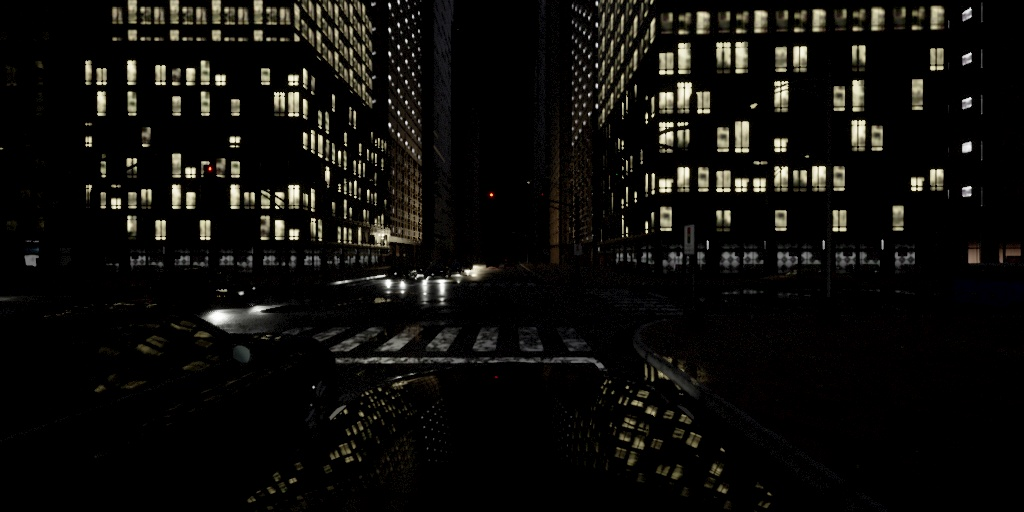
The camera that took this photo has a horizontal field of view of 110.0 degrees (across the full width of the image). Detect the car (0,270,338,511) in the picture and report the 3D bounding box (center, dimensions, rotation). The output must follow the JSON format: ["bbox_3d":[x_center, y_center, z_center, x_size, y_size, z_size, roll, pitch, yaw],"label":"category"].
[{"bbox_3d":[-3.154,1.102,2.524,2.097,1.767,4.553,0,0,0],"label":"car"}]

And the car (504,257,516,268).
[{"bbox_3d":[-0.329,1.415,63.793,1.994,1.385,4.181,0,0,0],"label":"car"}]

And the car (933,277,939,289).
[{"bbox_3d":[26.824,1.353,20.451,4.207,1.307,1.802,0,0,2],"label":"car"}]

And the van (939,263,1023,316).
[{"bbox_3d":[18.301,1.117,12.718,3.998,1.789,1.690,0,0,2],"label":"van"}]

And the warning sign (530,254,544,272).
[{"bbox_3d":[2.643,0.903,40.794,1.300,1.860,1.060,0,0,0],"label":"warning sign"}]

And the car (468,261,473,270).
[{"bbox_3d":[-6.857,1.381,52.776,1.994,1.385,4.181,0,0,0],"label":"car"}]

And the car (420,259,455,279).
[{"bbox_3d":[-6.764,1.300,32.923,1.812,1.442,4.674,0,0,0],"label":"car"}]

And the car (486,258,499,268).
[{"bbox_3d":[-3.473,1.203,63.616,2.097,1.767,4.553,0,0,-1],"label":"car"}]

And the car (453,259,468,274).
[{"bbox_3d":[-6.817,1.270,42.797,1.882,1.535,5.008,0,0,0],"label":"car"}]

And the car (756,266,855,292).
[{"bbox_3d":[16.987,1.290,20.883,4.829,1.417,1.751,0,0,2],"label":"car"}]

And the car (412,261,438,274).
[{"bbox_3d":[-10.054,1.354,41.679,1.994,1.385,4.181,0,0,0],"label":"car"}]

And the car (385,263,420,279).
[{"bbox_3d":[-10.015,1.338,32.770,1.994,1.385,4.181,0,0,0],"label":"car"}]

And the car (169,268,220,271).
[{"bbox_3d":[-13.041,1.263,15.122,4.892,1.490,1.837,0,-2,20],"label":"car"}]
